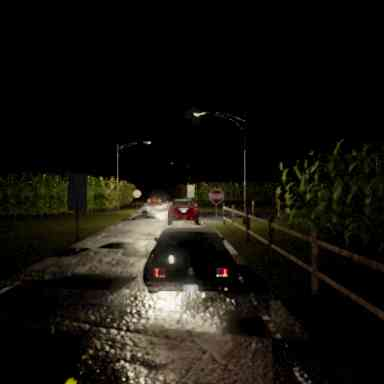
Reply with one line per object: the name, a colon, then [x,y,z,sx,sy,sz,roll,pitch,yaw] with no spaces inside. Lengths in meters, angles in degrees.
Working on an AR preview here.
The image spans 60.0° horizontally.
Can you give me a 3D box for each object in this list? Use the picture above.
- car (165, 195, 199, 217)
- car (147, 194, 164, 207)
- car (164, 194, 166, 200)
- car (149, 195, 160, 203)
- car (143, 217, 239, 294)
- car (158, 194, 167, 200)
car: [-0.664,1.273,23.984,2.097,1.767,4.553,0,0,-3]
car: [-5.506,1.206,48.831,2.097,1.767,4.553,0,0,-6]
car: [-6.022,1.363,75.747,1.994,1.385,4.181,0,0,-9]
car: [-7.309,1.323,65.044,2.128,1.511,4.902,0,0,-7]
car: [-0.068,1.569,8.644,1.895,1.301,4.718,0,0,-1]
car: [-7.566,1.223,85.317,1.994,1.385,4.181,0,0,-10]
